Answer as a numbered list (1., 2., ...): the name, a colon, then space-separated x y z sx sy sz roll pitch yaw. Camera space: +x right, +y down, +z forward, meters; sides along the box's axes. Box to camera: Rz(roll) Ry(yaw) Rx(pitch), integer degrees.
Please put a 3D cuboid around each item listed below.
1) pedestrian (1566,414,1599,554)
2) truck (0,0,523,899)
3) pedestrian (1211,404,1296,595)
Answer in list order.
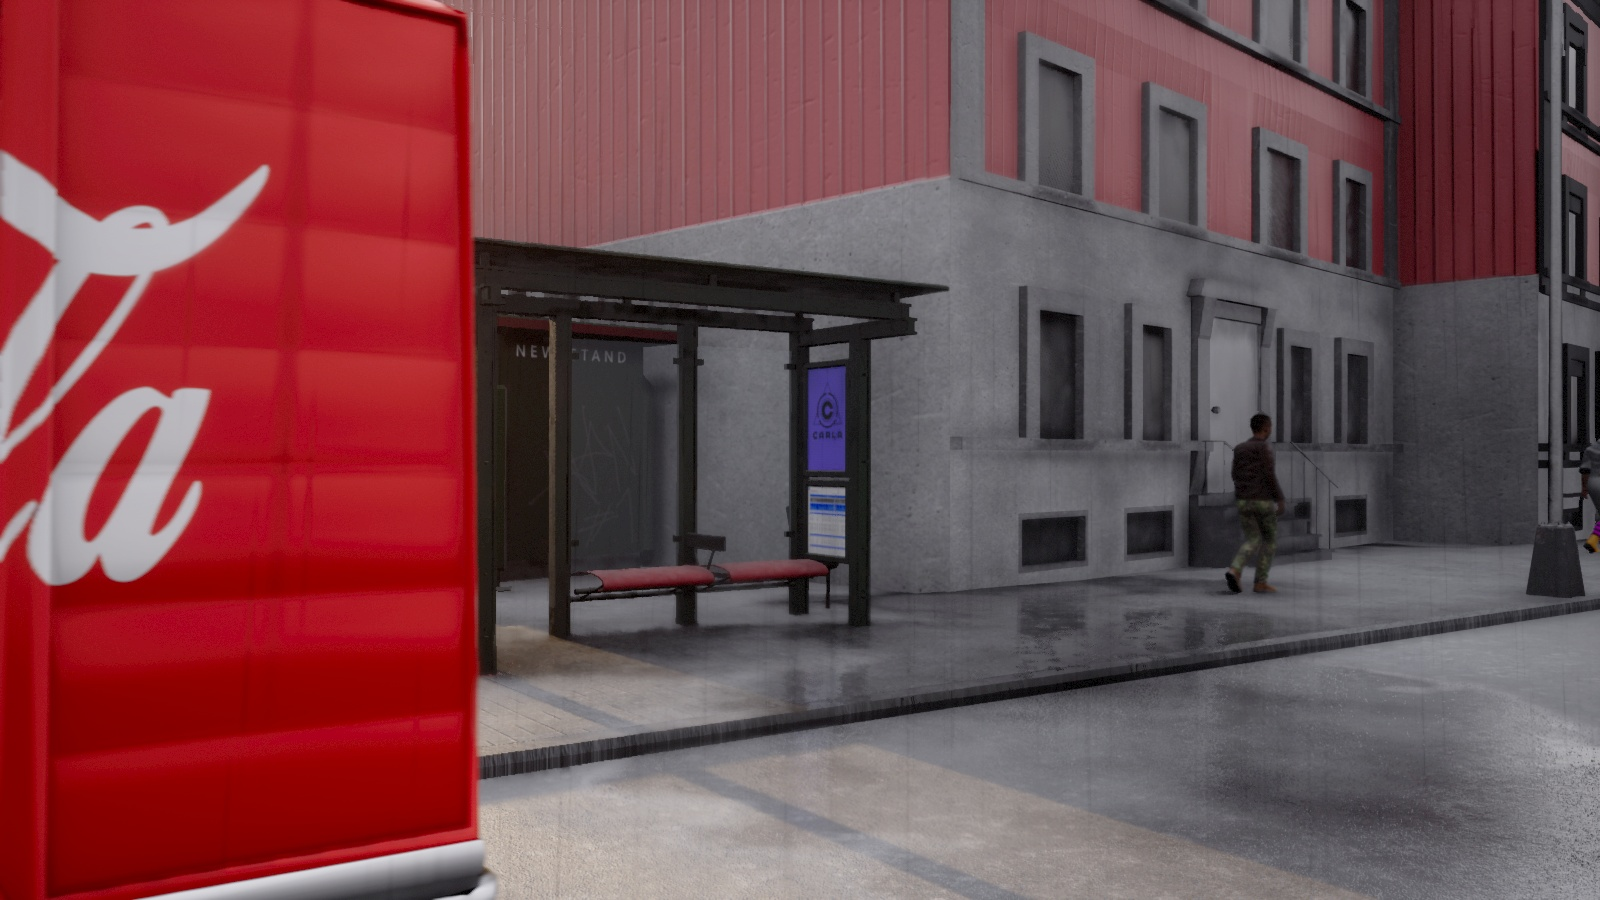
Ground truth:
1. pedestrian: 11.520 0.474 17.844 0.873 1.952 0.659 0 0 -16
2. truck: -3.397 0.270 1.904 5.204 2.467 2.627 0 0 -35
3. pedestrian: 4.485 0.475 12.416 0.703 1.840 0.431 0 0 -28
